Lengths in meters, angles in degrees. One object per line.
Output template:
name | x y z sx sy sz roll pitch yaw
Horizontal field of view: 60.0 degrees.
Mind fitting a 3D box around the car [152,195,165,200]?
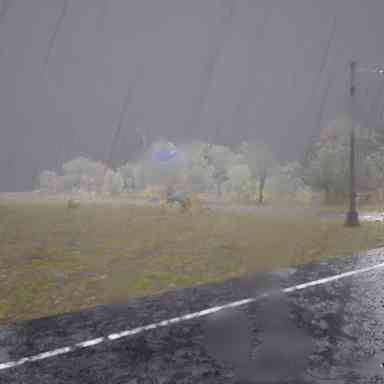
car | -6.884 1.315 67.640 2.128 1.511 4.902 0 0 -34

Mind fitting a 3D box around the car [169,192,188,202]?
car | -2.093 1.074 60.510 2.150 2.045 5.566 0 0 -33
